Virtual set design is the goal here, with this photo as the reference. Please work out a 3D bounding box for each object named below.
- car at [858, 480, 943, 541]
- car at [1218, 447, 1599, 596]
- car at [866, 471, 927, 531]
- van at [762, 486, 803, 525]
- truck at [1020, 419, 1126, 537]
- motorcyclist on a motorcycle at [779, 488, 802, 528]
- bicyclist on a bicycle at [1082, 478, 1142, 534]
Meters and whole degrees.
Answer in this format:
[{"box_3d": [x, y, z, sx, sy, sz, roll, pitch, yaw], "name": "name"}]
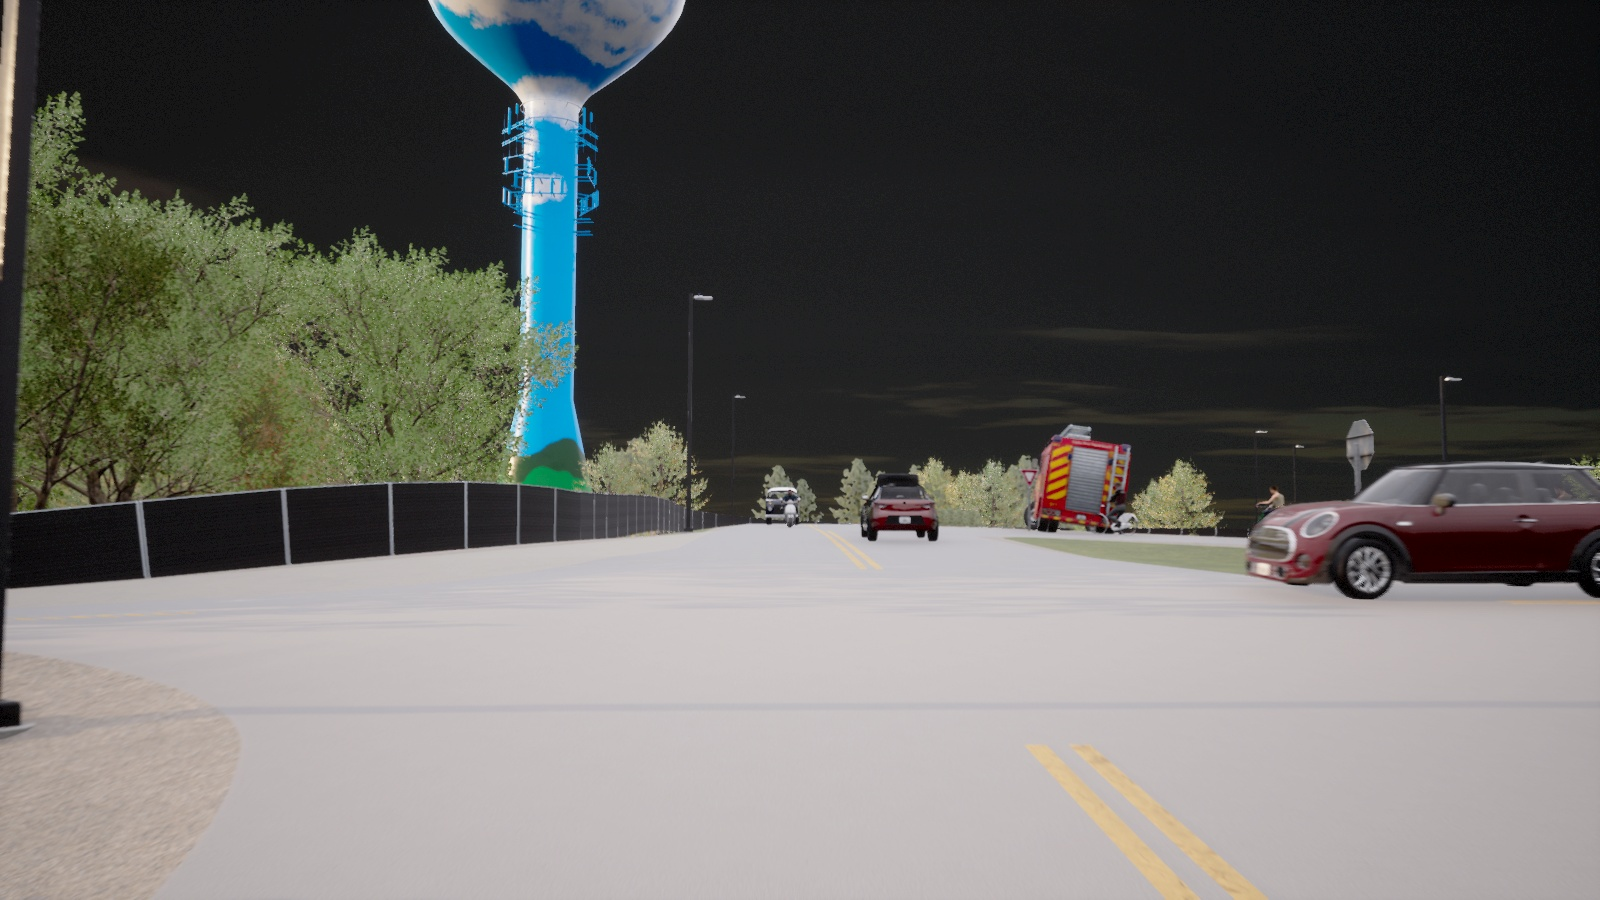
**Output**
[{"box_3d": [2.522, 1.545, 32.507, 1.816, 1.474, 4.193, 0, -2, -1], "name": "car"}, {"box_3d": [8.030, 0.875, 16.181, 4.553, 1.767, 2.097, 0, -1, -2], "name": "car"}, {"box_3d": [3.210, 1.710, 41.474, 1.905, 1.878, 3.866, 0, -3, 5], "name": "car"}, {"box_3d": [-0.924, 3.022, 68.106, 2.069, 2.038, 4.480, 0, -2, 1], "name": "van"}, {"box_3d": [10.354, 1.216, 48.440, 2.891, 3.827, 8.468, 8, -2, 8], "name": "truck"}, {"box_3d": [-0.398, 2.396, 51.734, 0.866, 1.590, 1.817, 0, -3, -3], "name": "motorcyclist on a motorcycle"}, {"box_3d": [10.176, 1.828, 41.009, 0.659, 1.776, 1.843, 3, -4, -42], "name": "bicyclist on a bicycle"}]
